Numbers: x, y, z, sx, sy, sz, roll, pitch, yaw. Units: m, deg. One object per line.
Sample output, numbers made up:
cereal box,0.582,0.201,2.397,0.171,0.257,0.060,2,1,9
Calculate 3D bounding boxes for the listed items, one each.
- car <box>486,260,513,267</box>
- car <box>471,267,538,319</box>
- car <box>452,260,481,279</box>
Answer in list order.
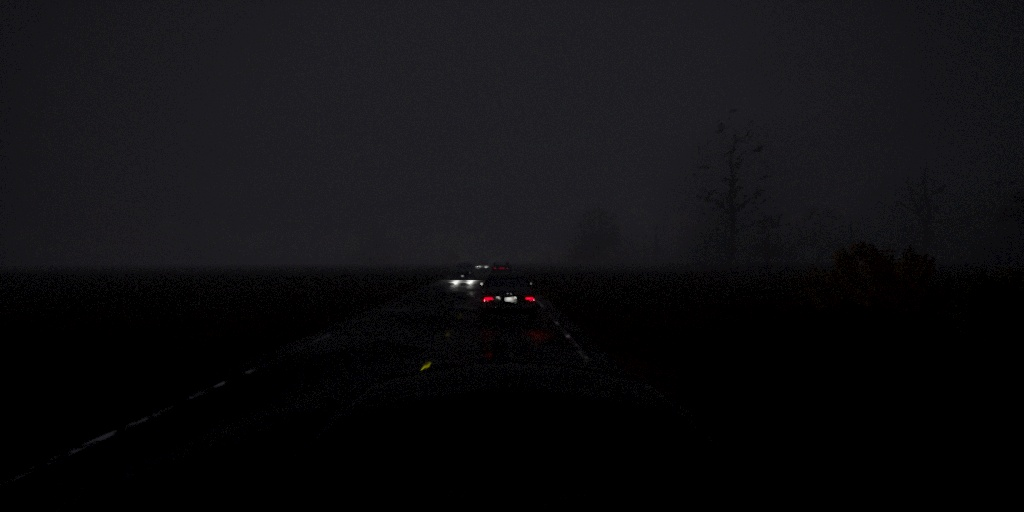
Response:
car,-0.935,1.214,31.257,2.128,1.511,4.902,0,0,-2
car,-0.177,1.287,12.781,2.033,1.411,5.357,0,0,-2
car,-4.164,1.275,31.928,2.033,1.411,5.357,0,0,-2
